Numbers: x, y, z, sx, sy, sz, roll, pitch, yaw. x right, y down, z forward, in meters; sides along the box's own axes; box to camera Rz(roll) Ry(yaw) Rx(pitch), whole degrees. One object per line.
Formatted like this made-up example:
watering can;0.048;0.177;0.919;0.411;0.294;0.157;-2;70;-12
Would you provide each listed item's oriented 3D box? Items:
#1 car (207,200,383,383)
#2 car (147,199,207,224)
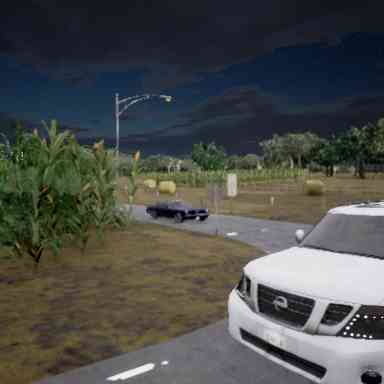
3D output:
car;3.137;1.188;5.184;5.566;2.045;2.150;-1;0;-35
car;-0.953;1.151;20.815;1.895;1.301;4.718;-1;2;-35
